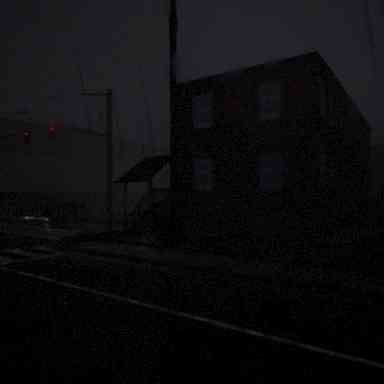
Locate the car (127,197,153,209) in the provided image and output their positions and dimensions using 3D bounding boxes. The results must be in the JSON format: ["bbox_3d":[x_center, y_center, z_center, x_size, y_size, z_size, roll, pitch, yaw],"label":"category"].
[{"bbox_3d":[-7.735,1.560,48.126,2.097,1.767,4.553,0,0,35],"label":"car"}]

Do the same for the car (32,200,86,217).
[{"bbox_3d":[-13.317,1.687,34.238,1.837,1.490,4.892,0,1,35],"label":"car"}]

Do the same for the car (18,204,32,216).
[{"bbox_3d":[-16.253,1.684,36.150,1.882,1.535,5.008,0,0,35],"label":"car"}]
